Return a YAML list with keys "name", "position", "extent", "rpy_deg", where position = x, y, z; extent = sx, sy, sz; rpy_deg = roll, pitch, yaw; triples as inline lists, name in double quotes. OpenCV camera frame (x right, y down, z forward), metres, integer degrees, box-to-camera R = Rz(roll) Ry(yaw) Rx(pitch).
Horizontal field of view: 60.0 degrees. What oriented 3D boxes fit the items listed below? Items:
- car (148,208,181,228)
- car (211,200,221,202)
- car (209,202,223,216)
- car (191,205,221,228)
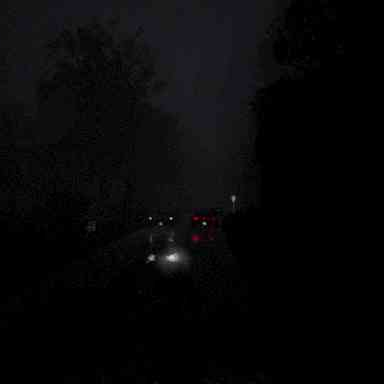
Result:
- name: "car"
  position: [-1.973, 1.911, 24.930]
  extent: [1.895, 1.301, 4.718]
  rpy_deg: [0, -1, 5]
- name: "car"
  position: [4.640, 2.641, 66.049]
  extent: [2.150, 2.045, 5.566]
  rpy_deg: [1, -1, 13]
- name: "car"
  position: [2.929, 2.309, 42.139]
  extent: [1.895, 1.301, 4.718]
  rpy_deg: [0, -2, 8]
- name: "car"
  position: [1.025, 1.927, 25.245]
  extent: [1.895, 1.301, 4.718]
  rpy_deg: [0, -1, 4]
